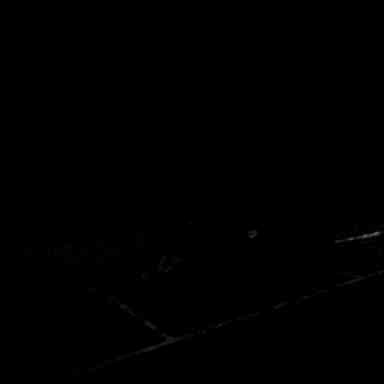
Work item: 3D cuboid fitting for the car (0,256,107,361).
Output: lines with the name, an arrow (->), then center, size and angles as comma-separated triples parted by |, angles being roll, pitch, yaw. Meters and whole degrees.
car -> -3.254, 1.588, 4.332 | 4.206, 1.307, 1.802 | -2, 1, -35

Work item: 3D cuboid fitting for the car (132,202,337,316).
car -> 1.196, 1.197, 7.478 | 5.009, 1.841, 2.192 | -2, 1, -35
